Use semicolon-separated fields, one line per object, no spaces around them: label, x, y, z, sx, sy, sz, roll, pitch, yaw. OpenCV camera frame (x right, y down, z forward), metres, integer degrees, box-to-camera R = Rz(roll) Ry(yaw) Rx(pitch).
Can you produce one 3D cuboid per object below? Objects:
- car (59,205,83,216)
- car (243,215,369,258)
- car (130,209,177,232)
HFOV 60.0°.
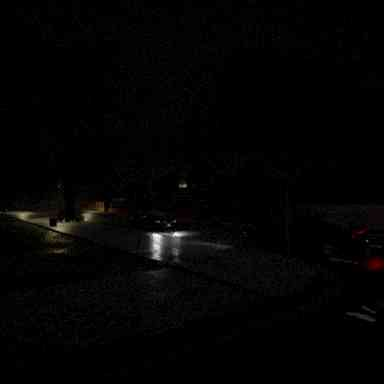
car;-14.961;2.309;40.947;1.882;1.535;5.008;0;-1;-35
car;4.459;1.682;13.707;5.008;1.535;1.882;-2;2;39
car;-2.867;1.964;23.786;1.812;1.442;4.674;0;-1;-35
